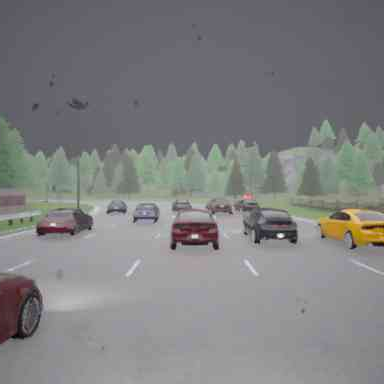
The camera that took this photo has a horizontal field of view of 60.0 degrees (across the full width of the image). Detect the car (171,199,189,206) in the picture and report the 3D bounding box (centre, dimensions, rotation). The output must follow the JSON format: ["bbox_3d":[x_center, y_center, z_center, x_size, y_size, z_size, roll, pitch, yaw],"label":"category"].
[{"bbox_3d":[-1.280,1.522,37.303,2.128,1.511,4.902,0,0,-10],"label":"car"}]

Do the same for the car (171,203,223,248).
[{"bbox_3d":[0.108,1.490,14.767,1.882,1.535,5.008,0,0,0],"label":"car"}]

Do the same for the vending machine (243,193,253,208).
[{"bbox_3d":[7.968,1.233,47.192,1.100,2.100,0.880,0,0,-14],"label":"vending machine"}]

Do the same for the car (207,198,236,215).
[{"bbox_3d":[2.652,1.379,34.293,2.097,1.767,4.553,0,0,-7],"label":"car"}]

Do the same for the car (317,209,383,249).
[{"bbox_3d":[7.107,1.489,14.535,1.882,1.535,5.008,0,0,0],"label":"car"}]

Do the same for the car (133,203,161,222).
[{"bbox_3d":[-3.555,1.569,26.361,2.033,1.411,5.357,0,0,-3],"label":"car"}]

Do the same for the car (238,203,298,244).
[{"bbox_3d":[3.608,1.519,15.980,1.837,1.490,4.892,0,0,0],"label":"car"}]

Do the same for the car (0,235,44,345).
[{"bbox_3d":[-3.395,1.529,3.617,1.812,1.442,4.674,0,0,0],"label":"car"}]

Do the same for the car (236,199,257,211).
[{"bbox_3d":[5.920,1.534,36.536,1.837,1.490,4.892,1,0,-9],"label":"car"}]

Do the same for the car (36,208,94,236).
[{"bbox_3d":[-6.903,1.579,18.490,1.994,1.385,4.181,0,0,0],"label":"car"}]

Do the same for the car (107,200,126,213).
[{"bbox_3d":[-8.342,1.594,37.085,1.994,1.385,4.181,0,0,-10],"label":"car"}]
